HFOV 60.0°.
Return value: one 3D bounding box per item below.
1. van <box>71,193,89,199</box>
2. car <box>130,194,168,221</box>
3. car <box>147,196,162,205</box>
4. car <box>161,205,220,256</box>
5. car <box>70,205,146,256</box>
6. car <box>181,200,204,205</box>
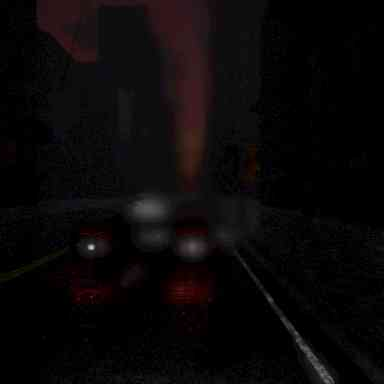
[{"bbox_3d":[-30.533,1.180,89.408,3.998,1.788,1.690,0,1,0],"label":"van"},{"bbox_3d":[-3.216,1.203,26.894,2.150,2.045,5.566,0,0,1],"label":"car"},{"bbox_3d":[-6.538,1.430,58.806,2.128,1.511,4.902,0,0,1],"label":"car"},{"bbox_3d":[0.045,1.497,13.081,1.837,1.490,4.892,0,0,1],"label":"car"},{"bbox_3d":[-3.205,1.497,13.076,1.837,1.490,4.892,0,0,1],"label":"car"},{"bbox_3d":[0.057,1.455,29.225,1.882,1.535,5.008,0,0,1],"label":"car"}]
